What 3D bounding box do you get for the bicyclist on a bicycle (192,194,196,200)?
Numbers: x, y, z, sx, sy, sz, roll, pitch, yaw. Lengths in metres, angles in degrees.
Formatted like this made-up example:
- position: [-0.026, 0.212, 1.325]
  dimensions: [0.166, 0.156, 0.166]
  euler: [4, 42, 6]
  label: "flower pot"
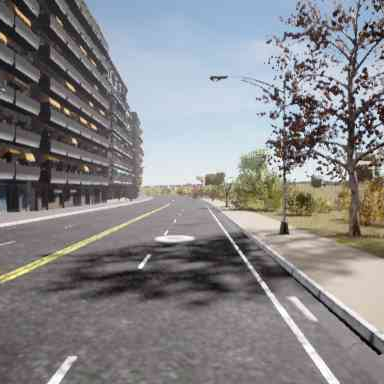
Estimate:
- position: [0.900, 1.412, 90.593]
  dimensions: [0.659, 1.776, 1.843]
  euler: [2, 1, -3]
  label: "bicyclist on a bicycle"
